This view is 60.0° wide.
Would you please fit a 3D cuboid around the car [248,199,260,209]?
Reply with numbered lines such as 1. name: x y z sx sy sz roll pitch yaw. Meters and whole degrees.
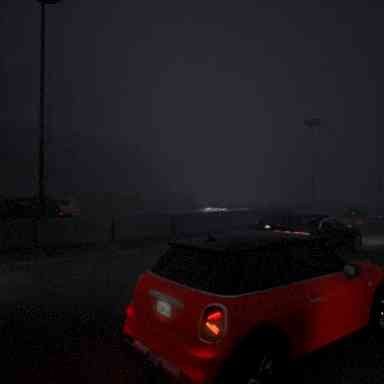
1. car: 10.687 2.034 57.200 1.882 1.535 5.008 0 0 14

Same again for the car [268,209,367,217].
1. car: 4.944 1.632 13.025 4.902 1.511 2.128 1 -1 -43

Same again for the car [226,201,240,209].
1. car: 6.919 2.129 56.342 1.895 1.301 4.718 0 -1 16

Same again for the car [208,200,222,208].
1. car: 4.114 2.142 59.565 1.895 1.301 4.718 0 -1 13

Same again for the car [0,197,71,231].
1. car: -10.080 1.329 18.534 5.566 2.045 2.150 1 0 -39

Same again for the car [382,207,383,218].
1. car: 19.765 1.954 32.505 1.994 1.385 4.181 0 -1 29

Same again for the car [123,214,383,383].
1. car: 1.331 1.405 5.214 4.553 1.767 2.097 1 -1 -39

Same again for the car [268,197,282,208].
1. car: 13.217 2.013 53.269 1.882 1.535 5.008 0 0 16

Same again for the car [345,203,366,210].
1. car: 16.961 1.920 34.649 1.812 1.442 4.674 0 -1 29

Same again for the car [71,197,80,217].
1. car: -10.519 1.362 22.690 5.566 2.045 2.150 1 -1 -41
